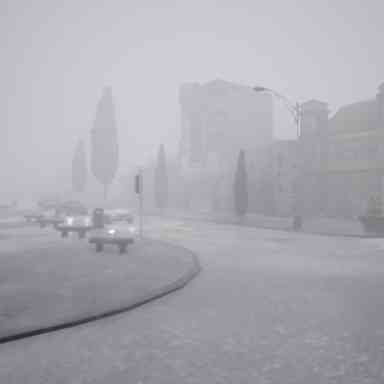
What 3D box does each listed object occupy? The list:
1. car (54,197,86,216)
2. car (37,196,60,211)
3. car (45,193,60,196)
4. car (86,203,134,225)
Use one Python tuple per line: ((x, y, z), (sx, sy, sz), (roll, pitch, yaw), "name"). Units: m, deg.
((-11.708, 1.500, 32.535), (1.837, 1.490, 4.892), (0, 0, -36), "car")
((-17.682, 1.543, 40.954), (2.033, 1.411, 5.357), (0, 0, -36), "car")
((-24.315, 1.215, 57.465), (2.150, 2.045, 5.566), (0, 0, -35), "car")
((-5.910, 1.521, 24.389), (1.812, 1.442, 4.674), (0, 0, -35), "car")
